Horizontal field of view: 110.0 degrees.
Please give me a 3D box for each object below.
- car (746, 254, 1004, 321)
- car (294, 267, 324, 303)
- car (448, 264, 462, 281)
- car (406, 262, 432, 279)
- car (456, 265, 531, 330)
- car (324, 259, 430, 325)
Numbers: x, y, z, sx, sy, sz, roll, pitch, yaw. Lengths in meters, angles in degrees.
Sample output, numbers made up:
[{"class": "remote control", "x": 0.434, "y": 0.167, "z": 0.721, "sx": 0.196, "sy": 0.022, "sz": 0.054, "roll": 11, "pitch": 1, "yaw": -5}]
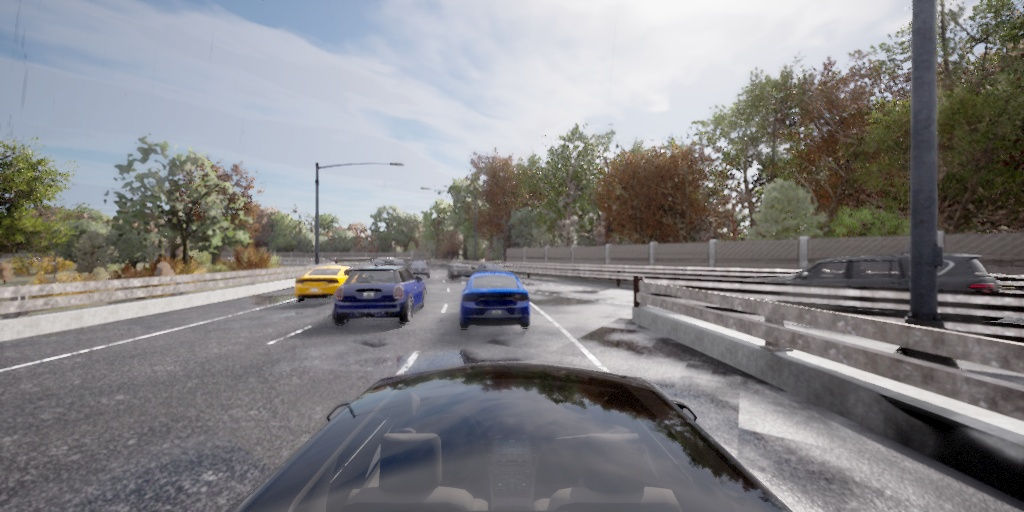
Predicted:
[{"class": "car", "x": 10.196, "y": 1.024, "z": 10.852, "sx": 2.150, "sy": 2.045, "sz": 5.566, "roll": 0, "pitch": -2, "yaw": -40}, {"class": "car", "x": -8.380, "y": 1.228, "z": 16.955, "sx": 1.882, "sy": 1.535, "sz": 5.008, "roll": 0, "pitch": 0, "yaw": -9}, {"class": "car", "x": -4.376, "y": 1.352, "z": 30.221, "sx": 1.895, "sy": 1.301, "sz": 4.718, "roll": 0, "pitch": 0, "yaw": -14}, {"class": "car", "x": -8.840, "y": 1.298, "z": 33.800, "sx": 2.033, "sy": 1.411, "sz": 5.357, "roll": 0, "pitch": 0, "yaw": -18}, {"class": "car", "x": -0.600, "y": 1.227, "z": 11.286, "sx": 1.882, "sy": 1.535, "sz": 5.008, "roll": 0, "pitch": 0, "yaw": -5}, {"class": "car", "x": -4.199, "y": 1.102, "z": 12.068, "sx": 2.097, "sy": 1.767, "sz": 4.553, "roll": 0, "pitch": 0, "yaw": -6}]
